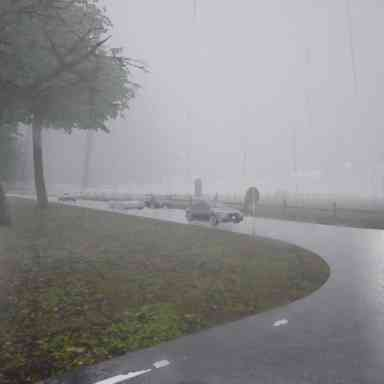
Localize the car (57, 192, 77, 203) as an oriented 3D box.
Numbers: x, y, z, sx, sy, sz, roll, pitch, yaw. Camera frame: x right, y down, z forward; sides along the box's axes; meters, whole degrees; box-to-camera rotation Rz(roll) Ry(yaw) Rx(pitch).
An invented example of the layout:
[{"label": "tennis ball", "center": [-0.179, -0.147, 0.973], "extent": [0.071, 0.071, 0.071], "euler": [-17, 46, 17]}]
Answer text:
[{"label": "car", "center": [-18.645, 0.760, 49.524], "extent": [1.837, 1.490, 4.892], "euler": [-1, 1, -36]}]

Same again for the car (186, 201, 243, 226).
[{"label": "car", "center": [1.367, 1.307, 21.529], "extent": [1.994, 1.385, 4.181], "euler": [-1, 2, -34]}]

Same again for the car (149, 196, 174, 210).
[{"label": "car", "center": [-3.841, 1.095, 33.665], "extent": [1.895, 1.301, 4.718], "euler": [-1, 1, -36]}]

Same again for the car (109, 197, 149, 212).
[{"label": "car", "center": [-6.353, 1.134, 32.258], "extent": [1.895, 1.301, 4.718], "euler": [-1, 1, -35]}]
